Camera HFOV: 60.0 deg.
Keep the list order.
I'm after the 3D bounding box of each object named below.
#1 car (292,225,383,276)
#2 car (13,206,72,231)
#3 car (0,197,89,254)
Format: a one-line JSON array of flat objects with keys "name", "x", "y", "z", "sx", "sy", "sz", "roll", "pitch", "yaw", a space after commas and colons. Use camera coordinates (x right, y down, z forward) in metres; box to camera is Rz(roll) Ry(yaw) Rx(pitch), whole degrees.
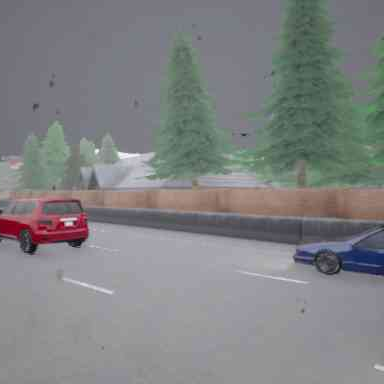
[{"name": "car", "x": 5.512, "y": 1.573, "z": 8.708, "sx": 5.357, "sy": 1.411, "sz": 2.033, "roll": 0, "pitch": 0, "yaw": 36}, {"name": "car", "x": -9.782, "y": 1.631, "z": 21.571, "sx": 4.718, "sy": 1.301, "sz": 1.895, "roll": 0, "pitch": 0, "yaw": 44}, {"name": "car", "x": -6.487, "y": 1.241, "z": 13.807, "sx": 5.566, "sy": 2.045, "sz": 2.150, "roll": 0, "pitch": 0, "yaw": 41}]
